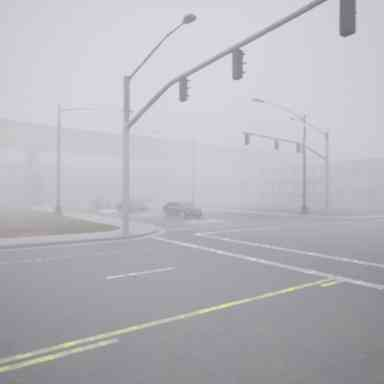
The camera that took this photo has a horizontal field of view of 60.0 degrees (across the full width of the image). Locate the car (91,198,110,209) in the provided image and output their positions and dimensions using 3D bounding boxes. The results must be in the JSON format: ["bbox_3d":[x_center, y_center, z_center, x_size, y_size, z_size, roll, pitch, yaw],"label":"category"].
[{"bbox_3d":[-12.881,1.567,46.793,2.128,1.511,4.902,0,0,-30],"label":"car"}]

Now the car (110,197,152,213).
[{"bbox_3d":[-7.072,1.630,38.127,2.033,1.411,5.357,1,0,-36],"label":"car"}]

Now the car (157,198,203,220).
[{"bbox_3d":[-0.946,1.598,29.796,1.837,1.490,4.892,1,0,-36],"label":"car"}]

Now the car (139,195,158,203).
[{"bbox_3d":[-10.194,1.713,70.612,2.033,1.411,5.357,0,0,30],"label":"car"}]
